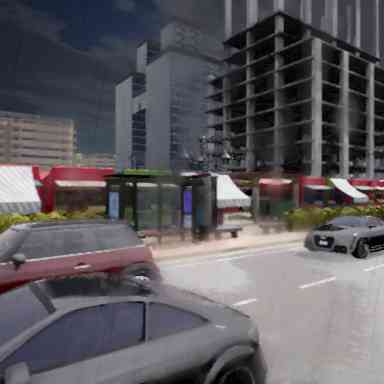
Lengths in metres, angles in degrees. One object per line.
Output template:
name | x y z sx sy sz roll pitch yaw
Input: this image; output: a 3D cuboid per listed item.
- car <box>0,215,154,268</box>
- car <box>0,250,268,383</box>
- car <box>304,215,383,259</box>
car | -2.900 1.353 6.215 4.553 1.767 2.097 0 0 -35
car | -1.273 1.565 3.049 4.181 1.385 1.994 0 0 -35
car | 6.175 1.575 12.654 4.181 1.385 1.994 0 0 -35
